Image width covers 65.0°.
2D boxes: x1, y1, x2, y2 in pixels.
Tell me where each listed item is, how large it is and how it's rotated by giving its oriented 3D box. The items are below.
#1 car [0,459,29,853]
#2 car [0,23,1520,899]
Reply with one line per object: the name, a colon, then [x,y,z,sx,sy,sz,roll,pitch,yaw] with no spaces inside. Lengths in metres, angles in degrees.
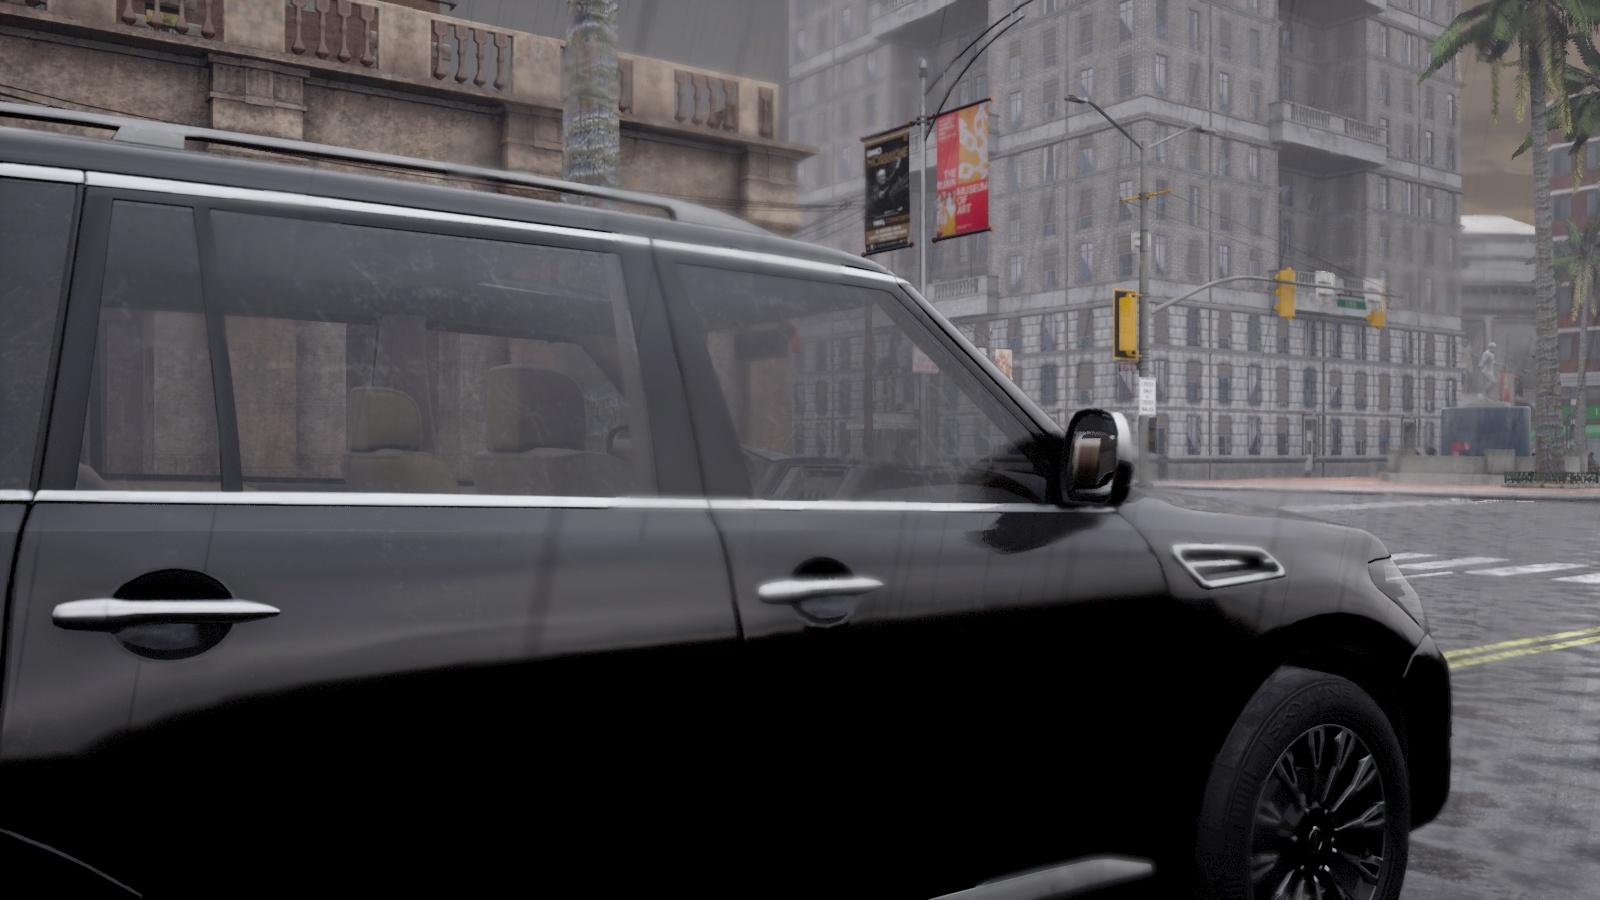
car: [-5.173,0.781,4.322,4.193,1.474,1.816,0,0,-35]
car: [-0.662,0.472,3.201,5.566,2.045,2.150,0,0,-35]
